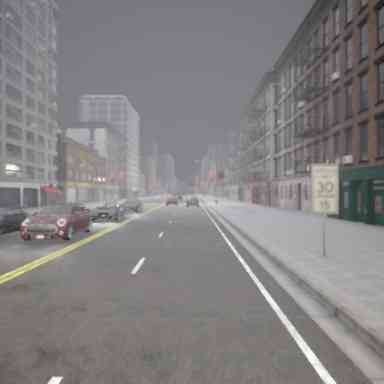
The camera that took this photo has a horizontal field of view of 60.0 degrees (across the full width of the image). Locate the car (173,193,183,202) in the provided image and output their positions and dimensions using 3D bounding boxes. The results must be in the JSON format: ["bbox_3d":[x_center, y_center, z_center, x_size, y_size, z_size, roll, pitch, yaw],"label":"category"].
[{"bbox_3d":[-3.256,1.144,74.742,2.150,2.045,5.566,0,0,0],"label":"car"}]

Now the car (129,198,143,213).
[{"bbox_3d":[-6.503,1.468,36.452,1.837,1.490,4.892,0,0,0],"label":"car"}]

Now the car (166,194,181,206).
[{"bbox_3d":[-3.163,1.447,54.515,1.837,1.490,4.892,0,0,0],"label":"car"}]

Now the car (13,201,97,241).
[{"bbox_3d":[-6.558,1.337,16.576,2.097,1.767,4.553,0,0,0],"label":"car"}]

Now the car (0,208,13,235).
[{"bbox_3d":[-9.813,1.532,16.935,2.033,1.411,5.357,0,0,1],"label":"car"}]

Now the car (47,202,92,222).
[{"bbox_3d":[-9.752,1.574,26.962,1.895,1.301,4.718,0,0,0],"label":"car"}]

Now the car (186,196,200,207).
[{"bbox_3d":[0.097,1.437,50.460,2.128,1.511,4.902,0,0,0],"label":"car"}]

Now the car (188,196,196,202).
[{"bbox_3d":[-0.006,1.515,74.679,1.895,1.301,4.718,0,0,0],"label":"car"}]

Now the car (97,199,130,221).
[{"bbox_3d":[-6.502,1.538,26.369,1.994,1.385,4.181,0,0,0],"label":"car"}]

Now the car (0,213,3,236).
[{"bbox_3d":[-6.590,1.471,7.312,1.882,1.535,5.008,0,0,0],"label":"car"}]
